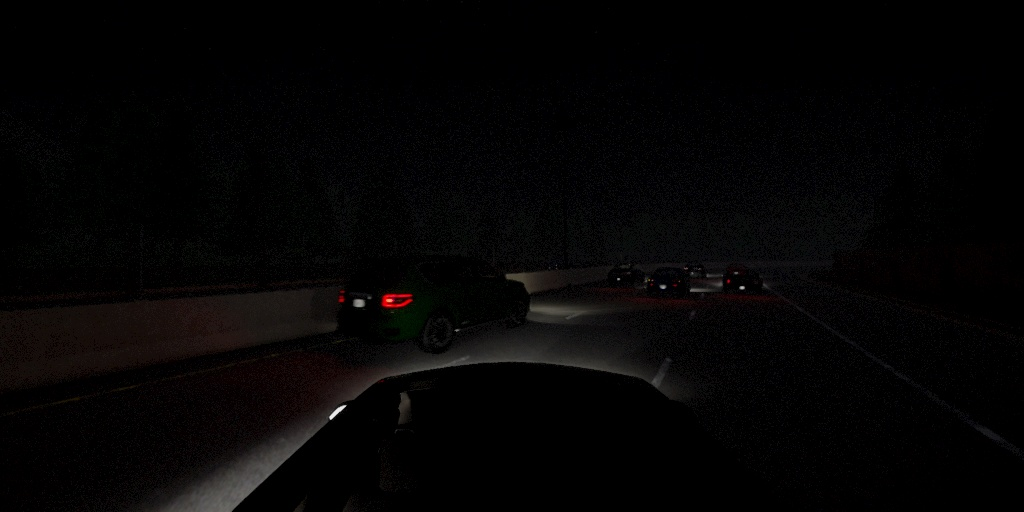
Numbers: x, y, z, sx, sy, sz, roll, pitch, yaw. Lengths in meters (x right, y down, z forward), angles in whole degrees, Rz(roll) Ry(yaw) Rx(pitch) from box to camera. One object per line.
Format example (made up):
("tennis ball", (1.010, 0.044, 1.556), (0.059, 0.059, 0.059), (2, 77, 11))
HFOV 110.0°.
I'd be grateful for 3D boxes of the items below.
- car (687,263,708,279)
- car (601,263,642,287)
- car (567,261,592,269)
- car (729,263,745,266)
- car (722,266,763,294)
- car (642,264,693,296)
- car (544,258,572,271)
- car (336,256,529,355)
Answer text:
("car", (18.219, 1.424, 35.671), (2.128, 1.511, 4.902), (0, 0, 33))
("car", (8.467, 1.381, 26.409), (2.128, 1.511, 4.902), (0, 0, 30))
("car", (9.505, 1.623, 48.075), (1.895, 1.301, 4.718), (0, 0, 36))
("car", (22.039, 1.448, 35.105), (1.812, 1.442, 4.674), (0, -1, 35))
("car", (13.694, 1.451, 21.482), (1.895, 1.301, 4.718), (0, 0, 30))
("car", (8.765, 1.375, 19.999), (1.812, 1.442, 4.674), (0, 0, 30))
("car", (6.632, 1.260, 50.077), (2.150, 2.045, 5.566), (0, -1, 36))
("car", (-1.603, 1.020, 9.250), (2.150, 2.045, 5.566), (0, 0, 30))
